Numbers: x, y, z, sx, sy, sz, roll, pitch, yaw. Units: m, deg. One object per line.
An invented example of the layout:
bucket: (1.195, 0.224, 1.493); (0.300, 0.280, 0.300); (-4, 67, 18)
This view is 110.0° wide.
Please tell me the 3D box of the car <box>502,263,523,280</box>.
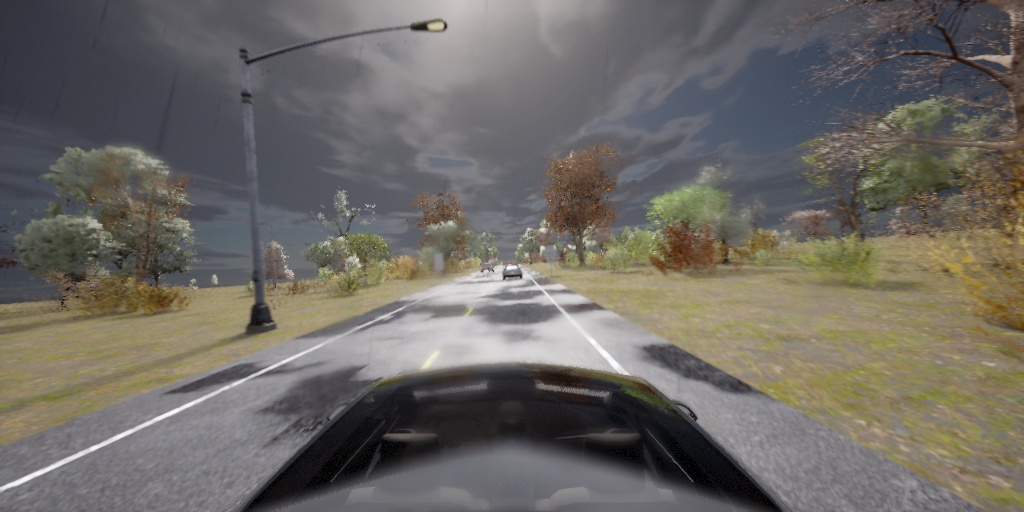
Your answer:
car: (0.046, 1.570, 35.967); (1.994, 1.385, 4.181); (-4, 0, 0)

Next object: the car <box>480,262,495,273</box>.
car: (-3.463, 1.566, 51.265); (1.812, 1.442, 4.674); (-4, -1, 0)
